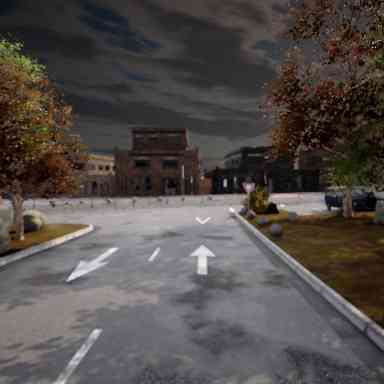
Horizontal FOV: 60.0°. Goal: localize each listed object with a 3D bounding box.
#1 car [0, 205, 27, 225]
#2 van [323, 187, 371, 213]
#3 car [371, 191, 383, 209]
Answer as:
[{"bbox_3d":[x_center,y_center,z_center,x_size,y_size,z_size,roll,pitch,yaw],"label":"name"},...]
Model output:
[{"bbox_3d":[-13.104,1.361,21.358,4.674,1.442,1.812,-1,3,-17],"label":"car"},{"bbox_3d":[11.859,0.533,26.165,1.878,1.987,4.442,-3,2,3],"label":"van"},{"bbox_3d":[14.630,0.665,25.876,2.163,1.488,4.792,-3,2,3],"label":"car"}]
